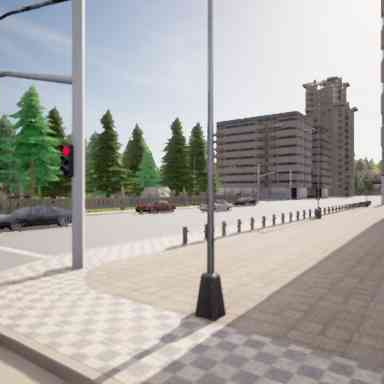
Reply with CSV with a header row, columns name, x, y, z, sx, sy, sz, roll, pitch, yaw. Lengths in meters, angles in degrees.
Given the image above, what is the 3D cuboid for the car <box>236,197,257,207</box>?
name,x,y,z,sx,sy,sz,roll,pitch,yaw
car,8.380,1.474,51.650,1.882,1.535,5.008,0,0,36

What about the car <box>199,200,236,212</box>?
name,x,y,z,sx,sy,sz,roll,pitch,yaw
car,2.705,1.593,37.830,1.895,1.301,4.718,0,0,36

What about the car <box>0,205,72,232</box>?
name,x,y,z,sx,sy,sz,roll,pitch,yaw
car,-9.648,1.540,20.542,2.033,1.411,5.357,0,0,35

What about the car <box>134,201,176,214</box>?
name,x,y,z,sx,sy,sz,roll,pitch,yaw
car,-3.777,1.591,34.785,1.895,1.301,4.718,0,0,36
